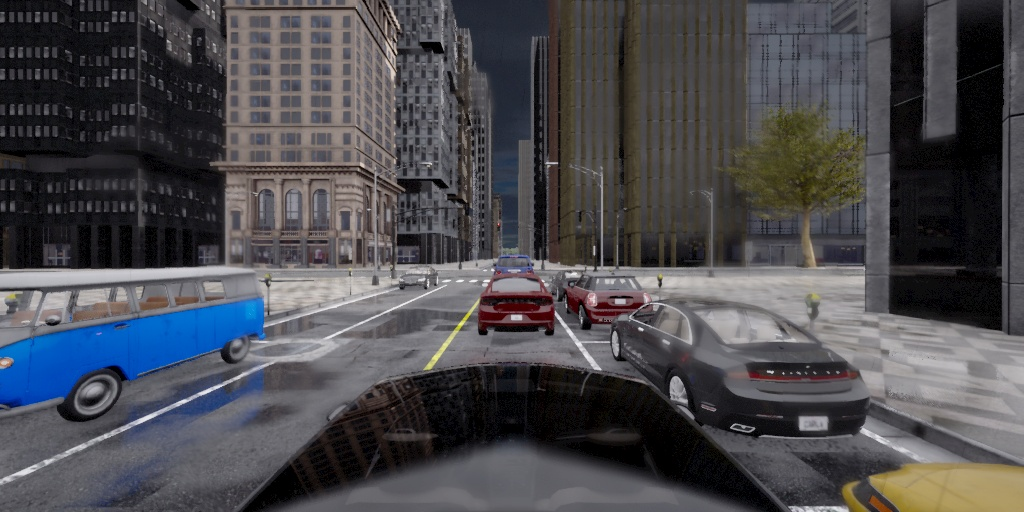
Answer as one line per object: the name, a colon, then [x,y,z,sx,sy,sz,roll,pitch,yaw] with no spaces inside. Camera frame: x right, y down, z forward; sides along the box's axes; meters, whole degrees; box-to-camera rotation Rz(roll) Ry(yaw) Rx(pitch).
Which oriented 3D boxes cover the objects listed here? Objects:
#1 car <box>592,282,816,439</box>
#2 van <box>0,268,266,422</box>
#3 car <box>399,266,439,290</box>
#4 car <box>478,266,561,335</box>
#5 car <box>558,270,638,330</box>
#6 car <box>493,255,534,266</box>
car: [2.769,1.300,5.467,2.007,1.370,4.403,0,0,0]
van: [-5.756,1.090,5.478,1.690,1.789,3.998,0,0,0]
car: [-5.732,1.296,22.401,2.007,1.370,4.403,0,0,0]
car: [0.106,1.226,10.494,1.882,1.535,5.008,0,0,0]
car: [2.777,1.188,11.108,1.967,1.591,4.097,0,0,0]
car: [0.103,0.967,20.378,2.150,2.045,5.566,0,0,0]
